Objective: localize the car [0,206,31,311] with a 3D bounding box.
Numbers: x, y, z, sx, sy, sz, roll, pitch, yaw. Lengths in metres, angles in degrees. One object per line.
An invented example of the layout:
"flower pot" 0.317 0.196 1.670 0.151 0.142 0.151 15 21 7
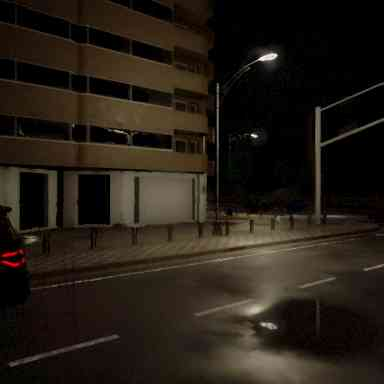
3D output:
"car" -5.276 1.221 4.513 5.566 2.045 2.150 0 0 -35

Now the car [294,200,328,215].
"car" 11.639 1.581 34.411 1.812 1.442 4.674 0 0 -36

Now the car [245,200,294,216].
"car" 7.557 1.561 34.048 1.837 1.490 4.892 0 0 -36

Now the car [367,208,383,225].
"car" 13.982 1.622 22.043 1.895 1.301 4.718 0 -1 -8
